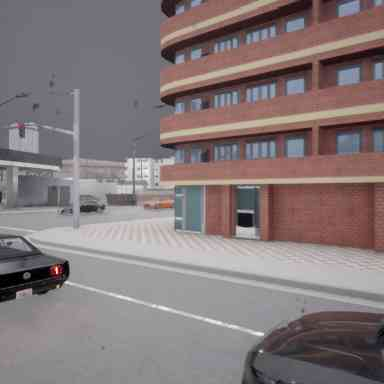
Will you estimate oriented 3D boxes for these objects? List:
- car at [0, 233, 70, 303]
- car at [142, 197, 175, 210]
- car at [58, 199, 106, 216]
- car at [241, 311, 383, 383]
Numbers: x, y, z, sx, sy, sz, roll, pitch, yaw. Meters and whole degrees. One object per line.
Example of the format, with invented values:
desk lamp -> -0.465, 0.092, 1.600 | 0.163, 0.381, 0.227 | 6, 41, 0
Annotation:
car -> -4.913, 1.599, 7.483 | 4.718, 1.301, 1.895 | 0, 0, 36
car -> -4.223, 1.384, 42.352 | 2.097, 1.767, 4.553 | 0, 0, 35
car -> -10.808, 1.499, 32.803 | 2.128, 1.511, 4.902 | 0, 0, 35
car -> 2.668, 1.514, 2.092 | 4.892, 1.490, 1.837 | 0, 0, 35
